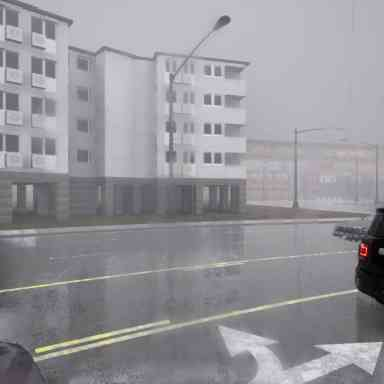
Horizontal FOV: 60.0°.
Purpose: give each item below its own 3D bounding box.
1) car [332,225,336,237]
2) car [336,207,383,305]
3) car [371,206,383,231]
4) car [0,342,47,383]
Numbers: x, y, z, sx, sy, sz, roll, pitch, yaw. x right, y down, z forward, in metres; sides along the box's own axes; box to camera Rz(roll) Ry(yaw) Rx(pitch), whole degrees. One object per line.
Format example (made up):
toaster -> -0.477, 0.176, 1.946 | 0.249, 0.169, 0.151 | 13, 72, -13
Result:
car -> 9.132, 1.548, 15.099 | 5.357, 1.411, 2.033 | 0, 0, -16
car -> 5.697, 1.221, 6.288 | 5.566, 2.045, 2.150 | 0, 0, -23
car -> 13.824, 1.548, 20.060 | 5.357, 1.411, 2.033 | 0, 0, -15
car -> -3.319, 1.548, 1.236 | 5.357, 1.411, 2.033 | 0, 0, -37
